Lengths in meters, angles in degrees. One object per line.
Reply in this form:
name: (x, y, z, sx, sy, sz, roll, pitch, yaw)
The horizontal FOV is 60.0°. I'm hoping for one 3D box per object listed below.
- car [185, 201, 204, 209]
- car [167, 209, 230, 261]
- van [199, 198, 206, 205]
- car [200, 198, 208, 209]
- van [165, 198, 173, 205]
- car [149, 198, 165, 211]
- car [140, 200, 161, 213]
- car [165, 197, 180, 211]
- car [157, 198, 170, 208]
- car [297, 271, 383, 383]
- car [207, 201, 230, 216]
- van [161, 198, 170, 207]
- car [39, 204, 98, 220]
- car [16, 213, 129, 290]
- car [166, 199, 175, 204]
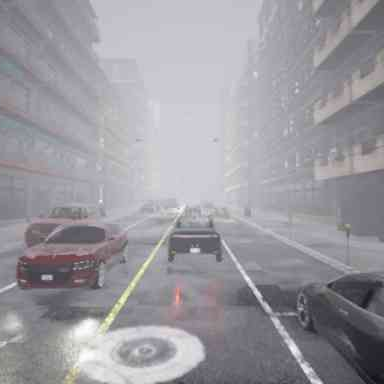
car: (0.096, 2.058, 39.867, 1.895, 1.301, 4.718, 0, -1, 0)
car: (0.097, 1.640, 12.851, 2.128, 1.511, 4.902, 0, -1, 0)
van: (2.700, 2.310, 83.653, 1.690, 1.788, 3.998, 1, -1, 0)
car: (2.699, 2.202, 55.229, 1.947, 1.339, 4.313, 1, -1, 0)
van: (-5.686, 2.309, 83.592, 1.690, 1.788, 3.998, 1, -1, 0)
car: (-5.675, 1.883, 49.487, 2.192, 1.841, 5.009, 1, -1, 0)
car: (-5.680, 2.068, 43.800, 1.947, 1.339, 4.313, 1, -1, 0)
car: (-3.082, 1.818, 51.880, 2.150, 2.045, 5.566, 0, -1, 0)
car: (-5.677, 2.082, 66.539, 2.192, 1.841, 5.009, 1, -1, 0)
car: (2.704, 1.614, 4.071, 1.947, 1.339, 4.313, 1, -1, 0)
car: (2.702, 1.900, 32.662, 1.752, 1.417, 4.829, 1, -1, 0)
van: (-5.678, 2.175, 72.222, 1.690, 1.788, 3.998, 1, -1, 0)
car: (-5.672, 1.491, 15.381, 2.192, 1.841, 5.009, 1, -1, 0)
car: (-3.101, 1.588, 9.625, 1.882, 1.535, 5.008, 0, -1, 0)
car: (-5.674, 2.586, 89.274, 2.008, 1.369, 4.403, 1, -1, 0)
